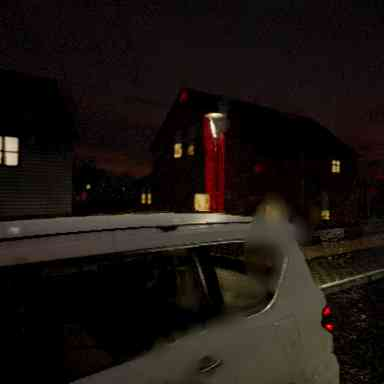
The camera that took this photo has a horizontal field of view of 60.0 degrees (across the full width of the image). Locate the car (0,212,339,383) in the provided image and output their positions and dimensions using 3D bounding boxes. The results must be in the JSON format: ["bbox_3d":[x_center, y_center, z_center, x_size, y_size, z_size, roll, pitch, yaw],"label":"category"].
[{"bbox_3d":[-1.352,1.221,2.102,5.566,2.045,2.150,0,0,-36],"label":"car"}]
